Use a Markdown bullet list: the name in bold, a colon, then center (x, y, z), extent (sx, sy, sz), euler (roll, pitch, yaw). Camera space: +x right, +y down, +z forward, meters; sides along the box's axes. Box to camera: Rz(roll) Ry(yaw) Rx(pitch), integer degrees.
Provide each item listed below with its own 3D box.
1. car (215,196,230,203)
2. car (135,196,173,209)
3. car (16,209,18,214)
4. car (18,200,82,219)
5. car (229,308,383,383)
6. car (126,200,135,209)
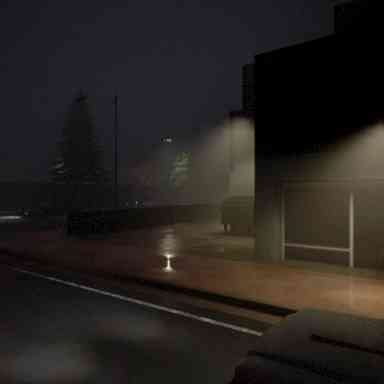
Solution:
- **car**: center (6.113, 1.497, 58.856), extent (4.902, 1.511, 2.128), euler (0, 0, -44)
- **car**: center (-4.199, 1.526, 40.057), extent (1.812, 1.442, 4.674), euler (0, 0, 36)
- **car**: center (-14.479, 1.564, 31.863), extent (1.994, 1.385, 4.181), euler (0, 0, 36)
- **car**: center (-12.094, 1.491, 29.192), extent (2.128, 1.511, 4.902), euler (0, 0, 36)
- **car**: center (2.599, 1.601, 2.140), extent (4.718, 1.301, 1.895), euler (0, 0, 35)
- **car**: center (-6.333, 1.351, 43.055), extent (2.097, 1.767, 4.553), euler (0, 0, 36)
